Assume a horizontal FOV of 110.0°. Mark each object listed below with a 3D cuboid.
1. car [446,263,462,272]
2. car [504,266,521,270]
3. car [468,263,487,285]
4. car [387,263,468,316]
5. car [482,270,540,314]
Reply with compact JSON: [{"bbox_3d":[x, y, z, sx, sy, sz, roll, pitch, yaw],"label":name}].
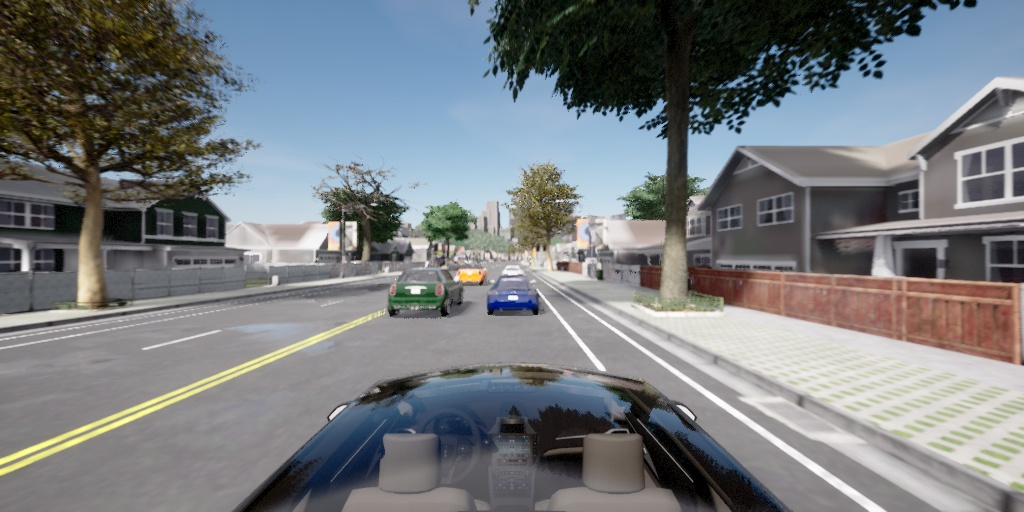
[{"bbox_3d":[-9.758,1.878,60.398,1.994,1.385,4.181,0,0,1],"label":"car"},{"bbox_3d":[0.069,1.546,29.854,1.812,1.442,4.674,0,0,0],"label":"car"},{"bbox_3d":[-3.187,1.365,29.095,2.097,1.767,4.553,0,-1,0],"label":"car"},{"bbox_3d":[-3.196,1.221,14.100,2.097,1.767,4.553,0,-1,1],"label":"car"},{"bbox_3d":[0.055,1.438,14.503,1.994,1.385,4.181,0,0,1],"label":"car"}]
